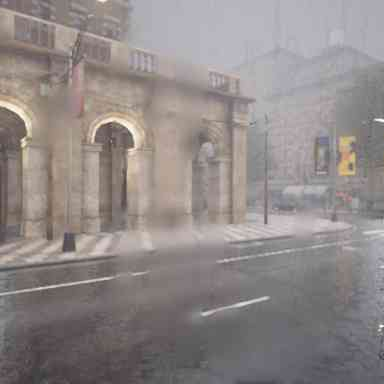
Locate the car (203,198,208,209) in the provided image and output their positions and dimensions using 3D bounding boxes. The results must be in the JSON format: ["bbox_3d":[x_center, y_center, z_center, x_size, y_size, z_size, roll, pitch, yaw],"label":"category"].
[{"bbox_3d":[0.840,1.827,45.884,1.895,1.301,4.718,1,0,-36],"label":"car"}]

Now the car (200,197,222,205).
[{"bbox_3d":[4.162,1.905,72.469,2.128,1.511,4.902,1,0,-36],"label":"car"}]

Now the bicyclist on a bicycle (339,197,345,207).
[{"bbox_3d":[25.445,1.754,56.447,1.656,1.620,0.582,0,0,-36],"label":"bicyclist on a bicycle"}]

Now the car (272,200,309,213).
[{"bbox_3d":[12.212,1.793,41.489,1.837,1.490,4.892,1,0,-36],"label":"car"}]

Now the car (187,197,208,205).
[{"bbox_3d":[1.080,1.852,70.759,1.837,1.490,4.892,1,0,-36],"label":"car"}]
